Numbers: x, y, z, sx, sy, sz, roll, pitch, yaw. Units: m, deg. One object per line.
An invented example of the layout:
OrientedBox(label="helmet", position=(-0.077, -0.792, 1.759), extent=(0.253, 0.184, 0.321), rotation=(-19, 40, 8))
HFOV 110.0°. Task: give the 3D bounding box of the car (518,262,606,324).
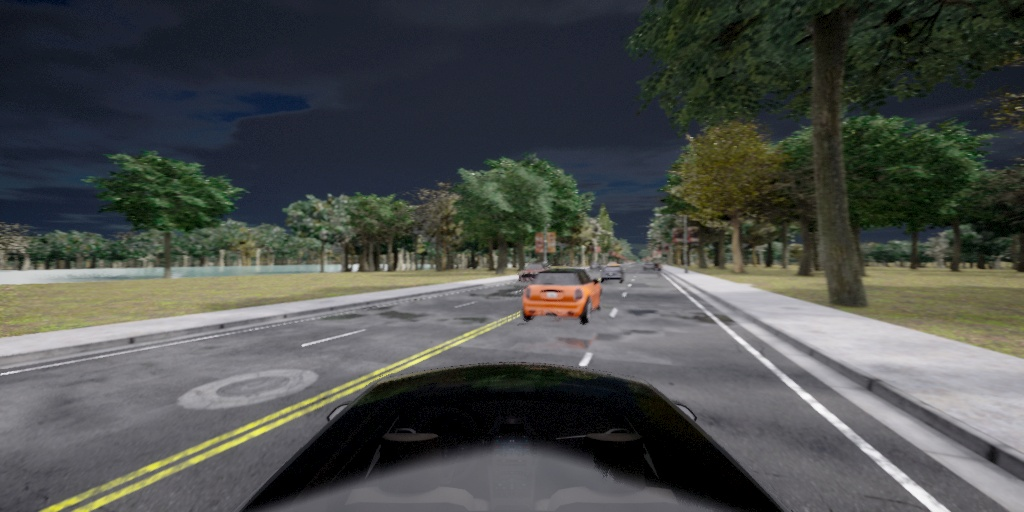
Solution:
OrientedBox(label="car", position=(1.960, 1.224, 12.841), extent=(2.097, 1.767, 4.553), rotation=(-1, -1, 20))

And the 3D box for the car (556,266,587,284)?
OrientedBox(label="car", position=(5.349, 1.640, 31.861), extent=(1.994, 1.385, 4.181), rotation=(-1, -1, 20))

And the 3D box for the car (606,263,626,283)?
OrientedBox(label="car", position=(8.936, 1.591, 31.620), extent=(2.033, 1.411, 5.357), rotation=(-1, -1, 20))

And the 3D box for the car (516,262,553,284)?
OrientedBox(label="car", position=(2.144, 1.463, 32.574), extent=(2.097, 1.767, 4.553), rotation=(-1, -1, 20))

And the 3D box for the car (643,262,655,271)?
OrientedBox(label="car", position=(22.949, 1.792, 60.003), extent=(2.128, 1.511, 4.902), rotation=(-1, -1, 20))

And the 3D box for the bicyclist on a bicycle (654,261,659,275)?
OrientedBox(label="bicyclist on a bicycle", position=(19.202, 1.534, 47.653), extent=(0.659, 1.776, 1.843), rotation=(-1, -1, 20))

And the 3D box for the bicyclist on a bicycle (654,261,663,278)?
OrientedBox(label="bicyclist on a bicycle", position=(15.051, 1.507, 36.476), extent=(0.582, 1.620, 1.656), rotation=(-1, -1, 20))
